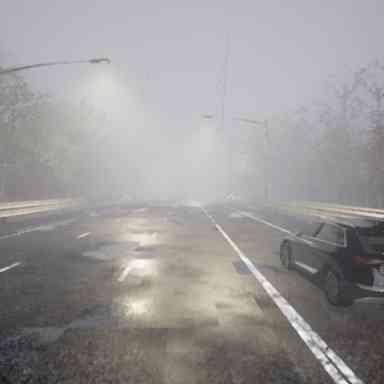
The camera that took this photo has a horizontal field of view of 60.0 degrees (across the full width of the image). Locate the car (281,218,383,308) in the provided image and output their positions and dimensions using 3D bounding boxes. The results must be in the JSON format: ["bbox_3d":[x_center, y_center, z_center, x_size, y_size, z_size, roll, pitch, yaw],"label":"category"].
[{"bbox_3d":[3.595,1.388,7.810,2.033,1.649,4.856,0,0,-1],"label":"car"}]
